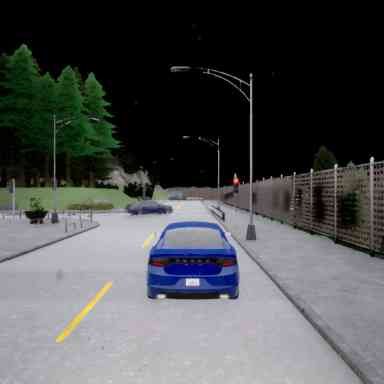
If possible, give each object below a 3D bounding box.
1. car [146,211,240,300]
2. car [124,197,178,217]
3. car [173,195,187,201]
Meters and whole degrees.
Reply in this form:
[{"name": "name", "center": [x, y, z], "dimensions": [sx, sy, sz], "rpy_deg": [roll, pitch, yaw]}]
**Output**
[{"name": "car", "center": [0.033, 1.478, 8.478], "dimensions": [1.882, 1.535, 5.008], "rpy_deg": [0, 0, 0]}, {"name": "car", "center": [-4.070, 1.526, 31.540], "dimensions": [4.674, 1.442, 1.812], "rpy_deg": [0, 1, -34]}, {"name": "car", "center": [-3.849, 1.540, 87.969], "dimensions": [5.357, 1.411, 2.033], "rpy_deg": [0, 0, 40]}]
